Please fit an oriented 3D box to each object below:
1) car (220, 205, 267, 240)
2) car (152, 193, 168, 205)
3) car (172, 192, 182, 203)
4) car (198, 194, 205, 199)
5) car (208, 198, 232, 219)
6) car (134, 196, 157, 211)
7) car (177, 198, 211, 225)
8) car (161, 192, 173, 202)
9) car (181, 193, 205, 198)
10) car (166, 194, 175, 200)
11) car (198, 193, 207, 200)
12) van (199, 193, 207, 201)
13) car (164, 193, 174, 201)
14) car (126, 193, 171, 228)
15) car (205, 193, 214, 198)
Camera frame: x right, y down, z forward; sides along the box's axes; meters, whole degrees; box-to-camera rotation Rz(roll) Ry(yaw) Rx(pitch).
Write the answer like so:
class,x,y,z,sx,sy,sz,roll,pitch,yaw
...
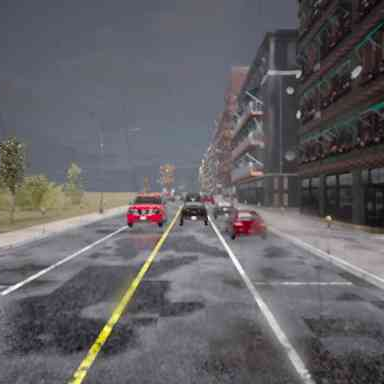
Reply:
class,x,y,z,sx,sy,sz,roll,pitch,yaw
car,2.588,1.521,16.400,1.802,1.307,4.206,1,0,0
car,-5.257,1.112,54.853,2.192,1.841,5.009,1,0,0
car,-2.711,0.983,64.540,2.150,2.045,5.566,0,0,1
car,2.653,1.178,94.198,1.752,1.417,4.829,1,0,0
car,2.597,1.449,27.490,2.008,1.369,4.403,1,0,0
car,-5.273,1.299,38.245,1.967,1.590,4.097,1,0,0
car,0.120,1.415,23.315,1.837,1.490,4.892,0,-1,0
car,-5.243,1.051,71.462,2.192,1.841,5.009,1,0,0
car,0.134,1.072,40.659,2.150,2.045,5.566,0,0,0
car,-5.237,1.246,82.535,2.008,1.369,4.403,1,0,0
car,2.645,1.134,82.938,1.967,1.590,4.097,1,0,0
van,2.641,1.055,77.393,1.690,1.788,3.998,1,0,0
car,-5.240,1.156,76.999,1.967,1.590,4.097,1,0,0
car,-2.832,1.139,22.071,2.150,2.045,5.566,0,0,0
car,2.623,1.111,55.213,2.192,1.841,5.009,1,0,0
